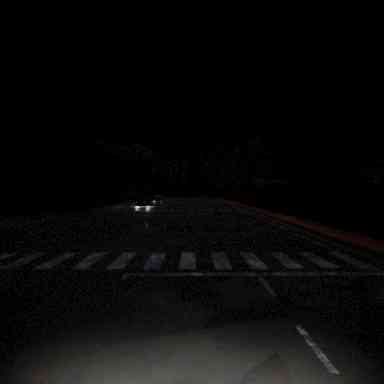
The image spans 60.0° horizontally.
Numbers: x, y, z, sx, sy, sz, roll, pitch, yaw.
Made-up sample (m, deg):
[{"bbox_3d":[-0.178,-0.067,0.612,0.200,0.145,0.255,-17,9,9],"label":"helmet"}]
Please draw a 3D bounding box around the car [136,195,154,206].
[{"bbox_3d":[-7.037,1.280,48.456,1.837,1.490,4.892,0,2,-1],"label":"car"}]

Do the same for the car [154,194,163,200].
[{"bbox_3d":[-7.470,1.099,73.730,1.812,1.442,4.674,0,0,-1],"label":"car"}]
